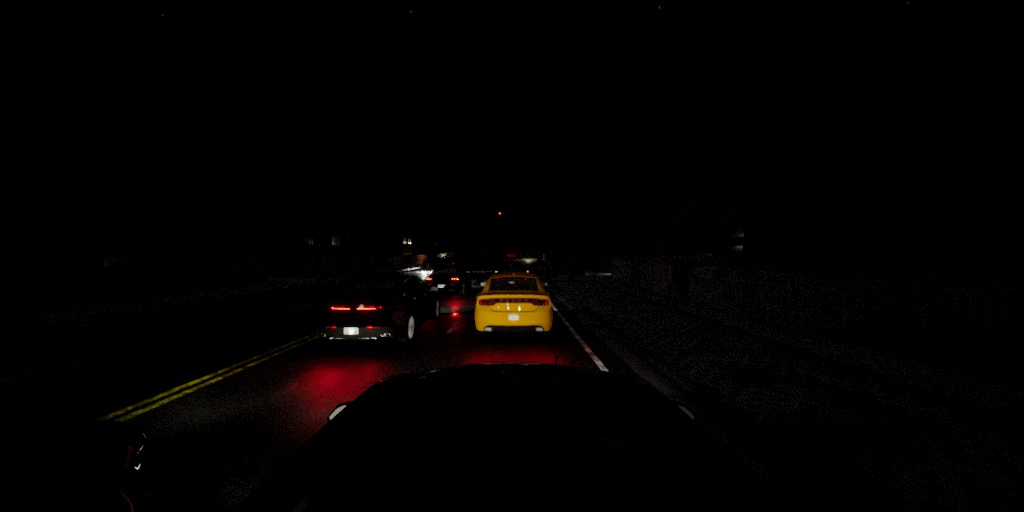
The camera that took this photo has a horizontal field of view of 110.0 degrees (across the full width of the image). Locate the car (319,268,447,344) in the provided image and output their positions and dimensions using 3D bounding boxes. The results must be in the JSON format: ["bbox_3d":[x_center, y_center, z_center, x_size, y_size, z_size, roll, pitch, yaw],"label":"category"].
[{"bbox_3d":[-3.194,1.237,9.557,1.837,1.490,4.892,0,0,0],"label":"car"}]

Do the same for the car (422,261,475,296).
[{"bbox_3d":[-3.257,1.206,18.866,1.812,1.442,4.674,0,0,1],"label":"car"}]

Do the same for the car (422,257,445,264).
[{"bbox_3d":[-9.943,0.917,45.121,2.128,1.511,4.902,0,1,0],"label":"car"}]

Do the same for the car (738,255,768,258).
[{"bbox_3d":[22.751,0.723,34.760,4.553,1.767,2.097,0,1,-2],"label":"car"}]

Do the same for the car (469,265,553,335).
[{"bbox_3d":[0.058,1.206,10.443,1.882,1.535,5.008,0,0,0],"label":"car"}]

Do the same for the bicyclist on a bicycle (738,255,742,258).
[{"bbox_3d":[18.391,0.772,28.771,0.582,1.620,1.656,0,0,-2],"label":"bicyclist on a bicycle"}]

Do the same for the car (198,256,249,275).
[{"bbox_3d":[-24.355,0.987,31.162,5.566,2.045,2.150,0,1,2],"label":"car"}]

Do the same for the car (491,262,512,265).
[{"bbox_3d":[-0.002,1.241,19.332,1.994,1.385,4.181,0,0,1],"label":"car"}]

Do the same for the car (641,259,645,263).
[{"bbox_3d":[12.775,1.000,34.495,5.357,1.411,2.033,-1,1,-6],"label":"car"}]

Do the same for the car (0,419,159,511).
[{"bbox_3d":[-3.148,1.229,0.147,1.882,1.535,5.008,0,0,0],"label":"car"}]

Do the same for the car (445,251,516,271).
[{"bbox_3d":[-2.612,0.824,31.104,5.566,2.045,2.150,-1,0,-1],"label":"car"}]
